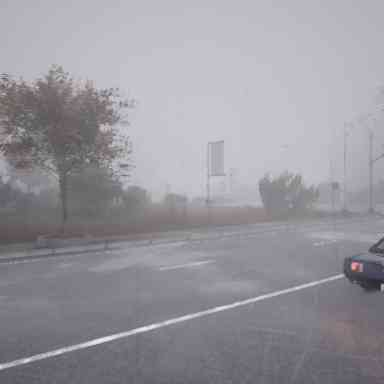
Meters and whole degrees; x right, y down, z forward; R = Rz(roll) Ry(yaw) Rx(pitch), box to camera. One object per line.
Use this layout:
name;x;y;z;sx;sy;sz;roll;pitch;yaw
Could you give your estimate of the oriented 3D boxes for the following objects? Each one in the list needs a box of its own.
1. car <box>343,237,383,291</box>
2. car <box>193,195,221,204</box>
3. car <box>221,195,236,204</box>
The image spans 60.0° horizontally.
car;5.641;1.587;7.760;4.718;1.301;1.895;0;0;-36
car;2.098;1.276;54.926;1.837;1.490;4.892;-1;0;-38
car;5.109;1.284;56.775;2.033;1.411;5.357;-1;0;-38
